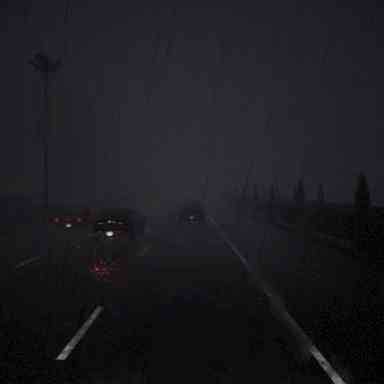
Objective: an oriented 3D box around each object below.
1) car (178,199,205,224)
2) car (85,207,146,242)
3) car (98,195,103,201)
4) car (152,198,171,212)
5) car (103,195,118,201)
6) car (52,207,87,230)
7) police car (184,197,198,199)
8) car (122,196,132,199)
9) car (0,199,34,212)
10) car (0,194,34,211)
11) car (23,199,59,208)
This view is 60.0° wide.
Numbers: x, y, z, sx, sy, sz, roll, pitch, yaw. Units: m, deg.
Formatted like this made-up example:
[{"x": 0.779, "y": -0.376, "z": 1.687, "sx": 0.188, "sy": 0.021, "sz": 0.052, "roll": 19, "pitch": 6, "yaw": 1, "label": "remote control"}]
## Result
[{"x": -0.035, "y": 1.530, "z": 24.614, "sx": 1.812, "sy": 1.442, "sz": 4.674, "roll": 0, "pitch": 0, "yaw": 0, "label": "car"}, {"x": -3.492, "y": 1.511, "z": 16.485, "sx": 1.837, "sy": 1.490, "sz": 4.892, "roll": 0, "pitch": 0, "yaw": 0, "label": "car"}, {"x": -21.458, "y": 1.509, "z": 80.996, "sx": 1.882, "sy": 1.535, "sz": 5.008, "roll": 0, "pitch": 0, "yaw": 0, "label": "car"}, {"x": -3.622, "y": 1.488, "z": 39.707, "sx": 1.882, "sy": 1.535, "sz": 5.008, "roll": 0, "pitch": 0, "yaw": 0, "label": "car"}, {"x": -17.921, "y": 1.526, "z": 74.621, "sx": 1.837, "sy": 1.490, "sz": 4.892, "roll": 0, "pitch": 0, "yaw": 0, "label": "car"}, {"x": -7.014, "y": 1.611, "z": 21.075, "sx": 1.895, "sy": 1.301, "sz": 4.718, "roll": 0, "pitch": 0, "yaw": 0, "label": "car"}, {"x": -0.150, "y": 1.433, "z": 43.441, "sx": 1.930, "sy": 1.638, "sz": 5.238, "roll": 0, "pitch": 0, "yaw": 0, "label": "police car"}, {"x": -14.421, "y": 1.563, "z": 74.641, "sx": 2.033, "sy": 1.411, "sz": 5.357, "roll": 0, "pitch": 0, "yaw": 0, "label": "car"}, {"x": -21.312, "y": 1.574, "z": 40.054, "sx": 2.033, "sy": 1.411, "sz": 5.357, "roll": 0, "pitch": 0, "yaw": 0, "label": "car"}, {"x": -17.782, "y": 1.244, "z": 33.339, "sx": 2.150, "sy": 2.045, "sz": 5.566, "roll": 0, "pitch": 0, "yaw": 0, "label": "car"}, {"x": -14.275, "y": 1.583, "z": 32.535, "sx": 1.994, "sy": 1.385, "sz": 4.181, "roll": 0, "pitch": 0, "yaw": 0, "label": "car"}]
